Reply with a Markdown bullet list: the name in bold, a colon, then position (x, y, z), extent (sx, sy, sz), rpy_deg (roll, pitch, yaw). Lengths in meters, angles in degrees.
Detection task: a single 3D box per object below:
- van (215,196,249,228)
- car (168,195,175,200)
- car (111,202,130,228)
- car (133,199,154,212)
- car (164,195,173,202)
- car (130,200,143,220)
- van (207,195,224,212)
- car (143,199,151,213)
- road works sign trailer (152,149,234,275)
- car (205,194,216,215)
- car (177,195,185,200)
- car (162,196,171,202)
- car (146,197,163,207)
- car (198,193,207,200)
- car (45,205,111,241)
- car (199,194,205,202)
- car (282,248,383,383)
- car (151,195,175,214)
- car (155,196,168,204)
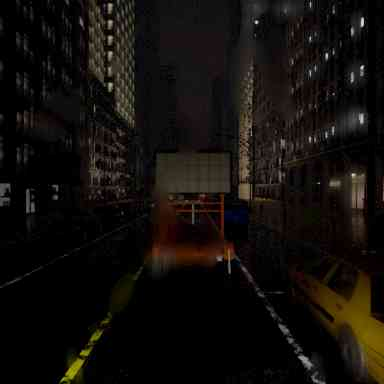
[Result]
- **van**: position (2.720, 1.336, 22.089), extent (1.690, 1.788, 3.998), rpy_deg (-1, 0, 0)
- **car**: position (-5.530, 1.502, 90.139), extent (1.752, 1.417, 4.829), rpy_deg (-1, 0, 0)
- **car**: position (-5.658, 1.561, 22.105), extent (1.947, 1.339, 4.313), rpy_deg (-1, 0, 0)
- **car**: position (-5.626, 1.573, 39.156), extent (1.802, 1.307, 4.206), rpy_deg (-1, 0, 0)
- **car**: position (-5.552, 1.420, 78.941), extent (1.967, 1.590, 4.097), rpy_deg (-1, 0, 0)
- **car**: position (-5.648, 1.538, 27.789), extent (1.887, 1.381, 4.507), rpy_deg (-1, 0, 0)
- **van**: position (2.752, 1.332, 39.140), extent (1.690, 1.788, 3.998), rpy_deg (-1, 0, 0)
- **car**: position (-5.638, 1.543, 33.472), extent (2.008, 1.369, 4.403), rpy_deg (-1, 0, 0)
- **road works sign trailer**: position (0.033, 0.462, 10.460), extent (2.380, 3.560, 2.880), rpy_deg (0, 0, 0)
- **car**: position (2.741, 1.307, 33.457), extent (2.192, 1.841, 5.009), rpy_deg (-1, 0, 0)
- **car**: position (-2.837, 1.525, 87.499), extent (2.033, 1.411, 5.357), rpy_deg (0, 0, 0)
- **car**: position (-5.562, 1.564, 73.258), extent (1.802, 1.307, 4.206), rpy_deg (-1, 0, 0)
- **car**: position (-5.605, 1.539, 50.523), extent (2.008, 1.369, 4.403), rpy_deg (-1, 0, 0)
- **car**: position (2.849, 1.291, 90.293), extent (2.192, 1.841, 5.009), rpy_deg (-1, 0, 0)
- **car**: position (-5.669, 1.547, 16.421), extent (2.008, 1.369, 4.403), rpy_deg (-1, 0, 0)
- **car**: position (2.797, 1.536, 61.874), extent (2.008, 1.369, 4.403), rpy_deg (-1, 0, 0)
- **car**: position (2.690, 1.524, 5.208), extent (1.752, 1.417, 4.829), rpy_deg (-1, 0, 0)
- **car**: position (-3.037, 1.344, 34.799), extent (2.097, 1.767, 4.553), rpy_deg (0, 0, 0)
- **car**: position (-5.583, 1.536, 61.890), extent (2.008, 1.369, 4.403), rpy_deg (-1, 0, 0)
